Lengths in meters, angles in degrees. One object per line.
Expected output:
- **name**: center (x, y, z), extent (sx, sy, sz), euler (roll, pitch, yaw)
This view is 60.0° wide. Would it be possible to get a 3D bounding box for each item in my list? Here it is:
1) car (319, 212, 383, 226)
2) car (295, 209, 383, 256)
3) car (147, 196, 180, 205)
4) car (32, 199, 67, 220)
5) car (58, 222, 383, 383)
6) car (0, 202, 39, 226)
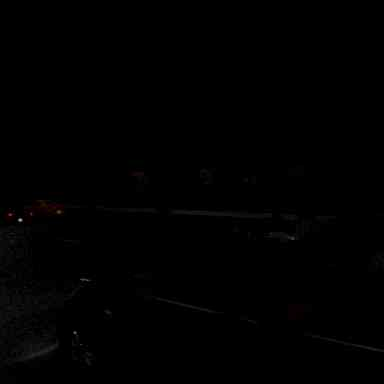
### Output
- **car**: center (5.266, 1.383, 8.955), extent (5.008, 1.535, 1.882), euler (0, 1, 37)
- **car**: center (6.319, 1.438, 12.558), extent (4.181, 1.385, 1.994), euler (0, 1, 37)
- **car**: center (-4.249, 1.263, 50.121), extent (4.718, 1.301, 1.895), euler (0, 0, -27)
- **car**: center (-12.018, 1.348, 26.610), extent (5.008, 1.535, 1.882), euler (0, 1, 37)
- **car**: center (0.451, 1.319, 3.824), extent (4.553, 1.767, 2.097), euler (0, 1, 37)
- **car**: center (-12.800, 1.502, 22.799), extent (4.718, 1.301, 1.895), euler (0, 1, 37)
